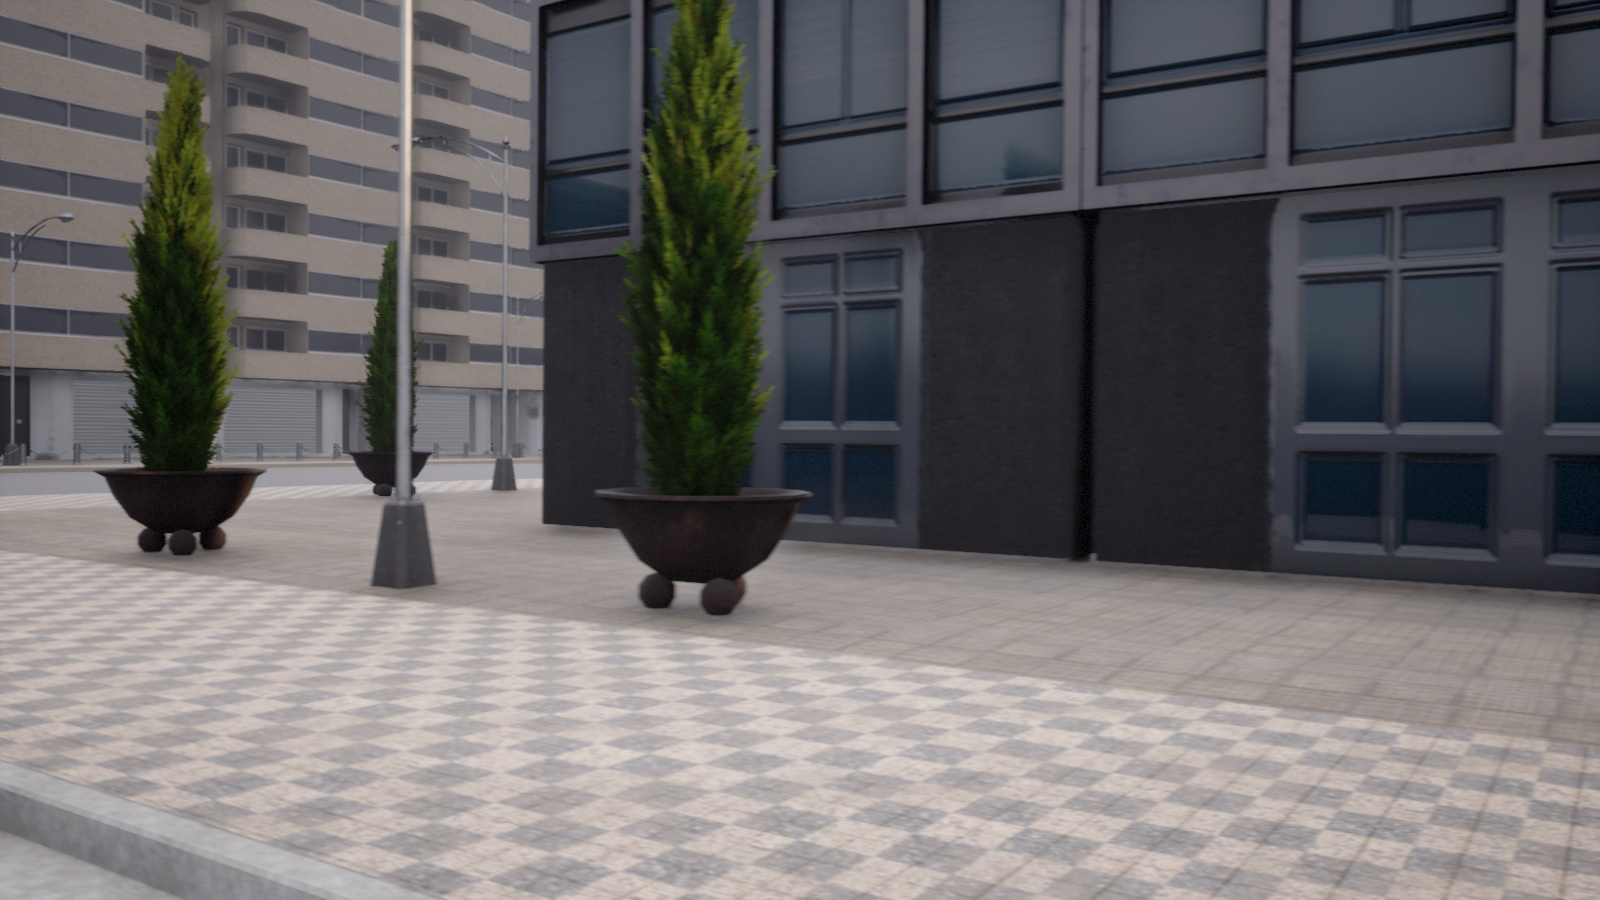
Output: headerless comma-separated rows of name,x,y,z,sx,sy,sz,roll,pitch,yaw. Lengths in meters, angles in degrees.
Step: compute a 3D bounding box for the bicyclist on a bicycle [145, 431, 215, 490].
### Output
bicyclist on a bicycle,-17.382,0.289,35.240,0.866,1.612,1.509,0,1,34
